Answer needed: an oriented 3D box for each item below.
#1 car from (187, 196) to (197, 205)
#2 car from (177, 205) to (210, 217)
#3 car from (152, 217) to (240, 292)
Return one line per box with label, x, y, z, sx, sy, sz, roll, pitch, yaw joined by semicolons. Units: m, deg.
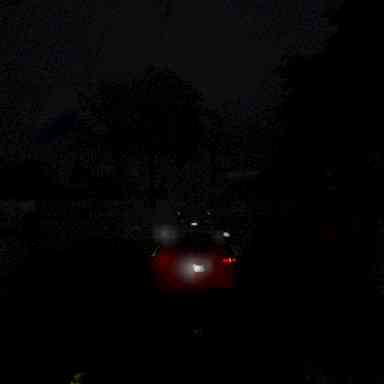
car;0.015;2.094;69.166;1.837;1.490;4.892;0;-1;0
car;0.104;1.631;18.826;1.994;1.385;4.181;0;0;0
car;0.098;1.587;8.980;1.994;1.385;4.181;0;0;0
